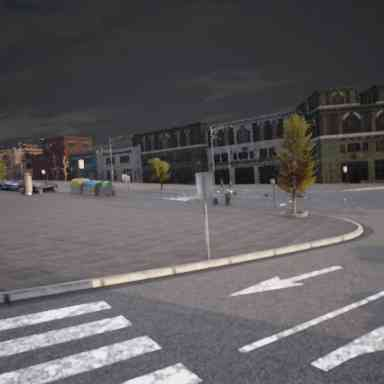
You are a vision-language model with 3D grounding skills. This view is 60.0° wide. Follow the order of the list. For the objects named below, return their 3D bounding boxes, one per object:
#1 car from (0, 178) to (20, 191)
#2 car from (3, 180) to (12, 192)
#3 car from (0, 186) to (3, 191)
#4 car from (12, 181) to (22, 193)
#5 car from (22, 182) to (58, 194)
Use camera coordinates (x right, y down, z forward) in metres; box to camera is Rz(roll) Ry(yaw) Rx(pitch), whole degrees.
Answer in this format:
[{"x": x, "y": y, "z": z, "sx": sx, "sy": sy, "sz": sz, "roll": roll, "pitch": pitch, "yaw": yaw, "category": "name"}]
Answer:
[{"x": -31.579, "y": -1.274, "z": 56.004, "sx": 2.185, "sy": 1.767, "sz": 4.553, "roll": 0, "pitch": 6, "yaw": 15, "category": "car"}, {"x": -26.744, "y": -0.869, "z": 52.653, "sx": 2.002, "sy": 1.452, "sz": 4.674, "roll": 0, "pitch": 6, "yaw": 16, "category": "car"}, {"x": -29.142, "y": -1.033, "z": 54.363, "sx": 2.097, "sy": 1.535, "sz": 5.008, "roll": 1, "pitch": 6, "yaw": 16, "category": "car"}, {"x": -24.346, "y": -0.782, "z": 50.922, "sx": 2.231, "sy": 1.521, "sz": 4.892, "roll": 1, "pitch": 6, "yaw": 17, "category": "car"}, {"x": -21.984, "y": -0.618, "z": 49.134, "sx": 2.163, "sy": 1.488, "sz": 4.792, "roll": 1, "pitch": 6, "yaw": 17, "category": "car"}]
